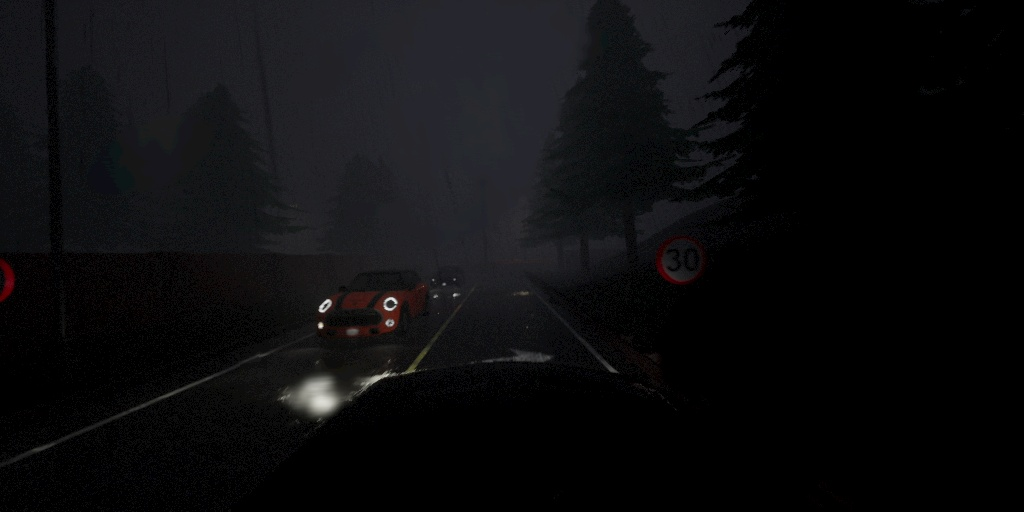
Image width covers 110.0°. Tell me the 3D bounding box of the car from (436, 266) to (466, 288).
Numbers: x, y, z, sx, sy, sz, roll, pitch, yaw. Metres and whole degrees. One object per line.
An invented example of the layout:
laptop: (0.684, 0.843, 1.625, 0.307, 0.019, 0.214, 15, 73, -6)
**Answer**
car: (-4.319, 1.381, 25.017, 2.033, 1.411, 5.357, -2, 0, -2)

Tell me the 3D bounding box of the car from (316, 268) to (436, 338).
car: (-3.840, 1.195, 10.666, 2.097, 1.767, 4.553, -2, 0, -2)
